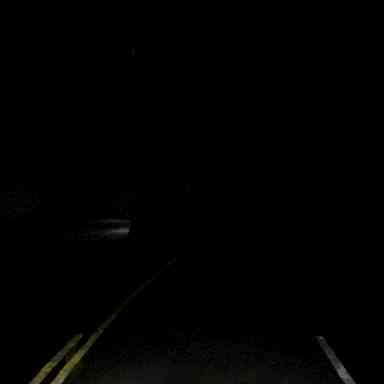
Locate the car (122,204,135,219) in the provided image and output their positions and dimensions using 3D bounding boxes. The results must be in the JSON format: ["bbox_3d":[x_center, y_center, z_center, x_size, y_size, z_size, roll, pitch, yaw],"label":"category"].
[{"bbox_3d":[-3.224,1.261,25.664,1.837,1.490,4.892,0,0,34],"label":"car"}]
